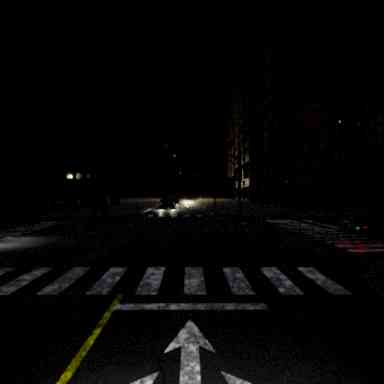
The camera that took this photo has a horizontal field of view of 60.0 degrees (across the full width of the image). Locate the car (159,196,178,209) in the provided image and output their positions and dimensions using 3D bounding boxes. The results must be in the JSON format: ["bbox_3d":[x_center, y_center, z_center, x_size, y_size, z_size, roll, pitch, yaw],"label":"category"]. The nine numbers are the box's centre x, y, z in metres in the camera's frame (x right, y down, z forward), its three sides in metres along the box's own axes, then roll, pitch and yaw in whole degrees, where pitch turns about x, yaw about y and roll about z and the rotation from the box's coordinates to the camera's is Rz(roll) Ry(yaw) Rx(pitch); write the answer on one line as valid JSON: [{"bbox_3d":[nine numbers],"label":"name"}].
[{"bbox_3d":[-3.280,1.430,44.454,1.882,1.535,5.008,0,0,0],"label":"car"}]

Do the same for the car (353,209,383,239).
[{"bbox_3d":[9.723,1.423,14.937,4.674,1.442,1.812,0,0,0],"label":"car"}]
